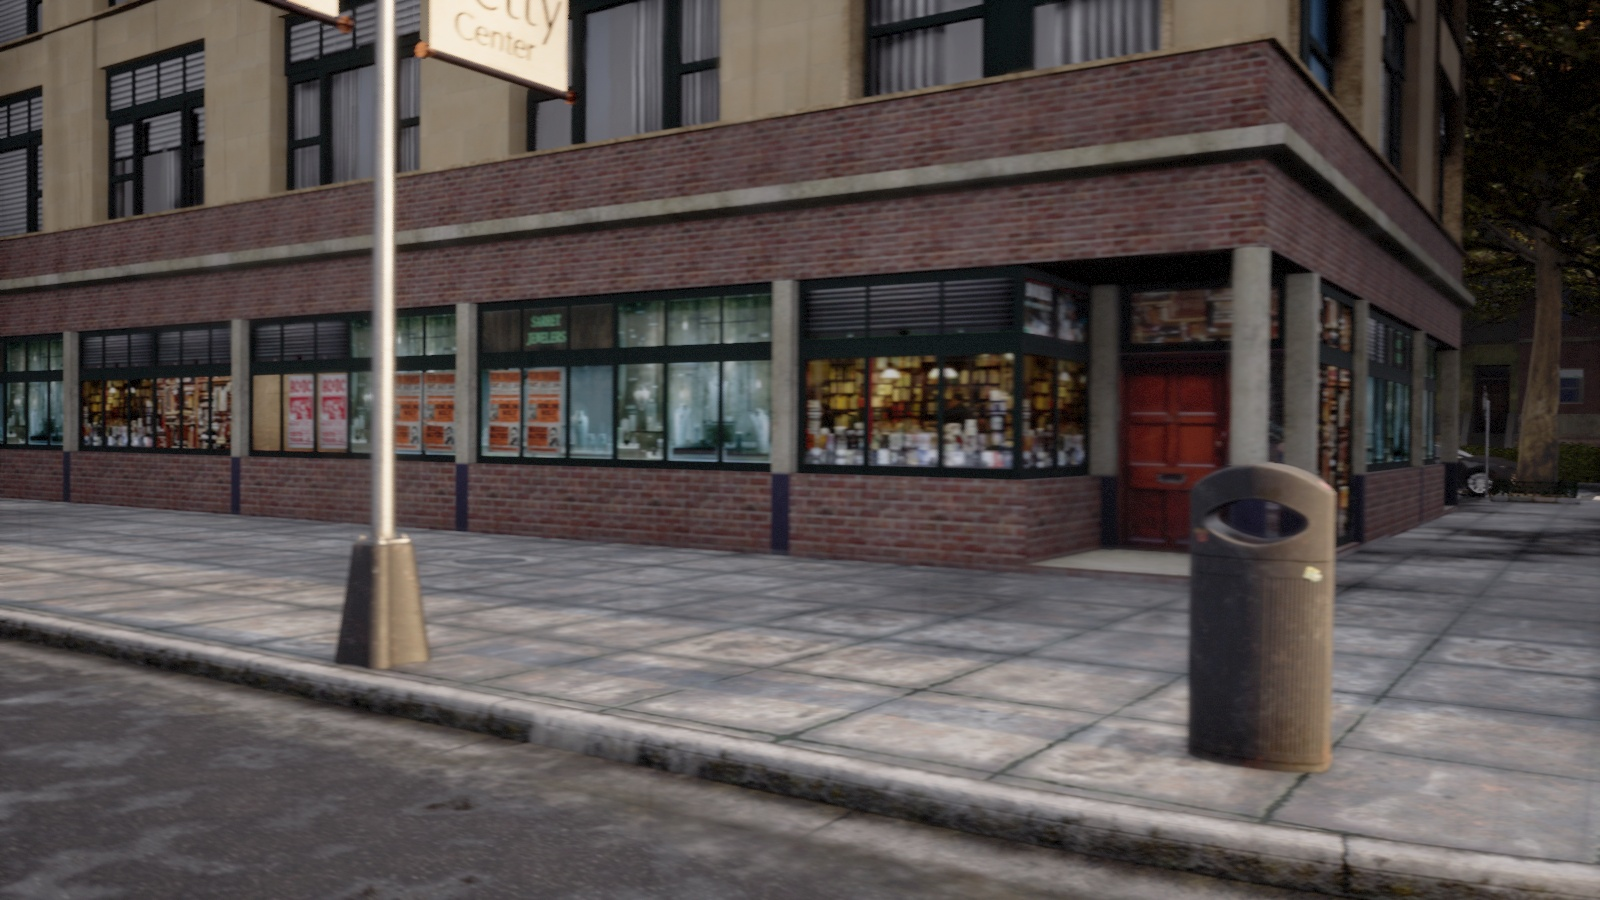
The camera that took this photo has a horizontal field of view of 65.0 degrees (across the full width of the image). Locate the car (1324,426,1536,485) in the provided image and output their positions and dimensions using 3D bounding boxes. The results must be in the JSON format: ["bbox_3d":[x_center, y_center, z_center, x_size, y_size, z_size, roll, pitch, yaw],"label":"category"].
[{"bbox_3d":[16.901,0.122,33.780,4.892,1.490,1.837,0,1,34],"label":"car"}]
